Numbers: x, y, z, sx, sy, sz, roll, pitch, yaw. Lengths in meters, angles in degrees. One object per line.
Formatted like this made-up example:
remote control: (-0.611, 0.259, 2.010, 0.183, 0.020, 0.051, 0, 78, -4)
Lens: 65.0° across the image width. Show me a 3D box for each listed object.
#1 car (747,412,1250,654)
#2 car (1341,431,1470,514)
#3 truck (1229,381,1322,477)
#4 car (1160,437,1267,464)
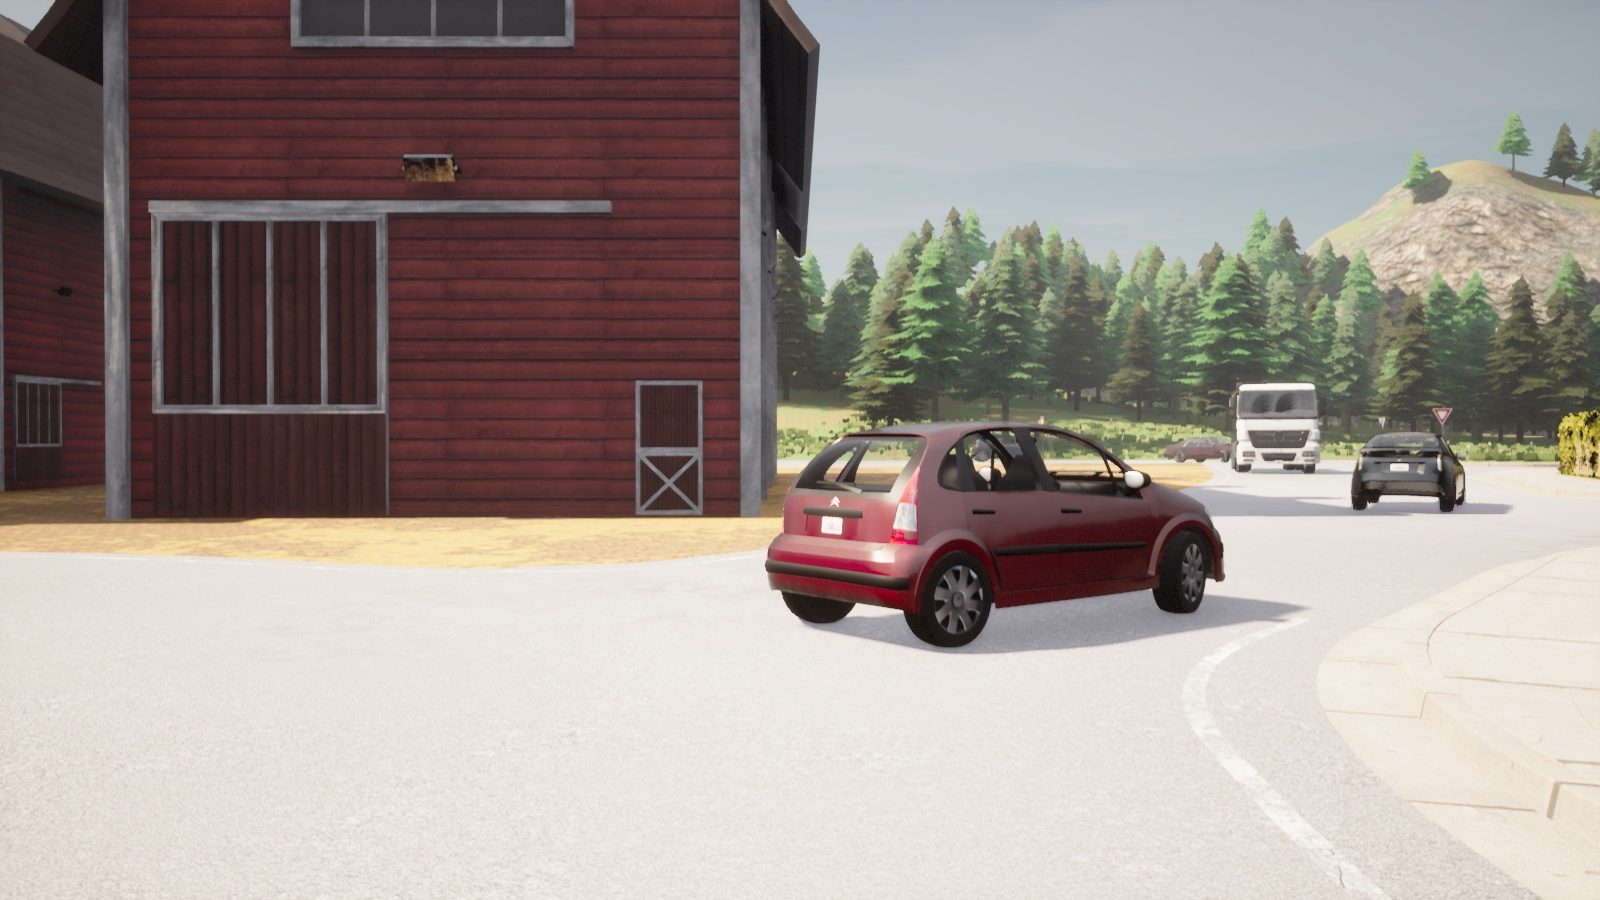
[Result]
car: (1.731, 0.532, 10.345, 3.988, 1.617, 1.851, -1, 1, -37)
car: (12.397, 0.391, 25.540, 2.007, 1.525, 4.514, 0, 1, 30)
truck: (18.588, -0.827, 49.492, 2.891, 3.462, 7.936, 0, 1, 17)
car: (21.807, 0.051, 66.457, 2.033, 1.411, 5.357, 0, -1, -30)
